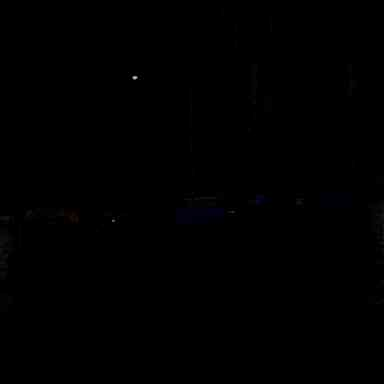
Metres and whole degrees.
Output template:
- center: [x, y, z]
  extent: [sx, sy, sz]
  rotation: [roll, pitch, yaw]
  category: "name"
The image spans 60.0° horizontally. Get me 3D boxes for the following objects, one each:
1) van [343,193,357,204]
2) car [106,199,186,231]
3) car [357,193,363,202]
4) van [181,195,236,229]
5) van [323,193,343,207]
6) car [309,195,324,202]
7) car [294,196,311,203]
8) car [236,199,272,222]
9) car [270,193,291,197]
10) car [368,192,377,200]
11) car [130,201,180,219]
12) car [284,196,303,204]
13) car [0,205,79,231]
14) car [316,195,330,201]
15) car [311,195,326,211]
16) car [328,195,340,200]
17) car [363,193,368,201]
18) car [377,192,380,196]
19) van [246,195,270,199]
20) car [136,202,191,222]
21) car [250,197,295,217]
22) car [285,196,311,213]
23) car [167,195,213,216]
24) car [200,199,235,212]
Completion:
- center: [25.801, 1.086, 55.517]
  extent: [1.690, 1.788, 3.998]
  rotation: [-1, 0, 35]
  category: "van"
- center: [-2.793, 1.387, 19.867]
  extent: [1.882, 1.535, 5.008]
  rotation: [-1, -1, 35]
  category: "car"
- center: [29.026, 1.258, 60.075]
  extent: [1.752, 1.417, 4.829]
  rotation: [-1, 0, 35]
  category: "car"
- center: [0.797, 1.196, 20.159]
  extent: [1.690, 1.788, 3.998]
  rotation: [-1, 0, 35]
  category: "van"
- center: [19.550, 1.111, 46.677]
  extent: [1.690, 1.788, 3.998]
  rotation: [-1, 0, 35]
  category: "van"
- center: [26.962, 1.402, 71.918]
  extent: [2.008, 1.369, 4.403]
  rotation: [-1, 0, 35]
  category: "car"
- center: [21.262, 1.423, 63.857]
  extent: [2.008, 1.369, 4.403]
  rotation: [-1, 0, 35]
  category: "car"
- center: [3.925, 1.405, 24.577]
  extent: [1.947, 1.339, 4.313]
  rotation: [-1, 0, 35]
  category: "car"
- center: [12.206, 1.099, 46.304]
  extent: [2.150, 2.045, 5.566]
  rotation: [-1, -1, 36]
  category: "car"
- center: [40.467, 1.243, 76.253]
  extent: [2.008, 1.369, 4.403]
  rotation: [-1, 0, 35]
  category: "car"
- center: [-3.168, 1.521, 29.310]
  extent: [1.887, 1.381, 4.507]
  rotation: [-1, 0, 35]
  category: "car"
- center: [18.110, 1.409, 59.400]
  extent: [1.752, 1.417, 4.829]
  rotation: [-1, 0, 35]
  category: "car"
- center: [-9.380, 1.534, 20.537]
  extent: [1.752, 1.417, 4.829]
  rotation: [-1, 0, 35]
  category: "car"
- center: [30.105, 1.385, 76.363]
  extent: [1.887, 1.381, 4.507]
  rotation: [-1, 0, 35]
  category: "car"
- center: [13.301, 1.347, 37.837]
  extent: [2.008, 1.369, 4.403]
  rotation: [-1, 0, 35]
  category: "car"
- center: [36.392, 1.370, 85.254]
  extent: [2.008, 1.369, 4.403]
  rotation: [-1, 0, 35]
  category: "car"
- center: [32.054, 1.287, 64.355]
  extent: [1.947, 1.339, 4.313]
  rotation: [-1, 0, 35]
  category: "car"
- center: [43.350, 1.234, 80.329]
  extent: [2.008, 1.369, 4.403]
  rotation: [-1, 0, 35]
  category: "car"
- center: [9.044, 1.262, 46.585]
  extent: [1.690, 1.788, 3.998]
  rotation: [-1, 0, 35]
  category: "van"
- center: [-2.146, 1.503, 26.147]
  extent: [1.994, 1.385, 4.181]
  rotation: [-1, 0, 35]
  category: "car"
- center: [7.050, 1.369, 28.997]
  extent: [1.887, 1.381, 4.507]
  rotation: [-1, 0, 35]
  category: "car"
- center: [10.176, 1.392, 33.417]
  extent: [1.802, 1.307, 4.206]
  rotation: [-1, 0, 35]
  category: "car"
- center: [-0.117, 1.277, 33.630]
  extent: [2.192, 1.841, 5.009]
  rotation: [-1, 0, 35]
  category: "car"
- center: [2.940, 1.498, 37.947]
  extent: [2.008, 1.369, 4.403]
  rotation: [-1, 0, 35]
  category: "car"
